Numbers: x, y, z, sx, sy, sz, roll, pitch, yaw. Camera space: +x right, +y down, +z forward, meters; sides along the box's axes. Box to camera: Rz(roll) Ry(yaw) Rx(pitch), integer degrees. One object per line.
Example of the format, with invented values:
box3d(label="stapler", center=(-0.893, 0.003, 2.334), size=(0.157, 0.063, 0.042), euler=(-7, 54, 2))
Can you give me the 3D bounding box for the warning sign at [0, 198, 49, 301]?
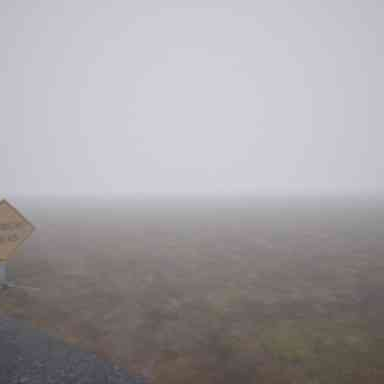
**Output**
box3d(label="warning sign", center=(-3.767, 1.065, 6.657), size=(1.060, 1.860, 1.300), euler=(0, 0, 36))
